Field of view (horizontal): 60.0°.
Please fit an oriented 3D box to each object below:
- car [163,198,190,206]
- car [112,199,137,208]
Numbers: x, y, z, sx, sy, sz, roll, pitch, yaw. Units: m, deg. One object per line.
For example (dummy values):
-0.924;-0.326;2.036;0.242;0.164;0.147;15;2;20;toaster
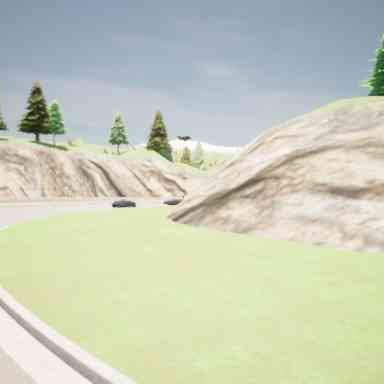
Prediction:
-2.819;1.856;61.553;5.357;1.411;2.033;1;0;-41;car
-10.510;1.752;51.688;1.994;1.385;4.181;0;0;30;car
